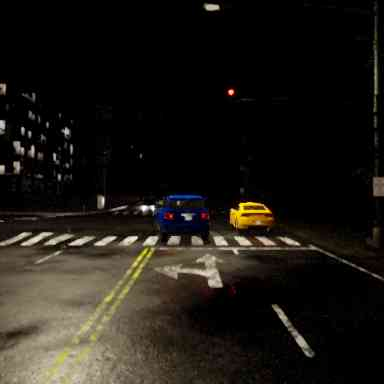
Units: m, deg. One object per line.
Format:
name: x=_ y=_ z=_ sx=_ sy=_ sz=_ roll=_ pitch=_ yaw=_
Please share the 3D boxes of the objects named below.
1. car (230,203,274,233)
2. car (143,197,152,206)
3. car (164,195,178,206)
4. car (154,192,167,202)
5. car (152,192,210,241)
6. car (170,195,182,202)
car: x=3.351 y=1.389 z=19.249 sx=1.882 sy=1.535 sz=5.008 roll=1 pitch=0 yaw=0
car: x=-6.582 y=1.454 z=52.296 sx=1.895 sy=1.301 sz=4.718 roll=0 pitch=0 yaw=0
car: x=-3.329 y=1.330 z=52.631 sx=1.882 sy=1.535 sz=5.008 roll=0 pitch=0 yaw=0
car: x=-6.498 y=1.035 z=68.417 sx=2.150 sy=2.045 sz=5.566 roll=0 pitch=0 yaw=0
car: x=-0.621 y=1.177 z=16.680 sx=2.150 sy=2.045 sz=5.566 roll=0 pitch=0 yaw=-10
car: x=-3.249 y=1.322 z=68.924 sx=2.128 sy=1.511 sz=4.902 roll=0 pitch=0 yaw=0
